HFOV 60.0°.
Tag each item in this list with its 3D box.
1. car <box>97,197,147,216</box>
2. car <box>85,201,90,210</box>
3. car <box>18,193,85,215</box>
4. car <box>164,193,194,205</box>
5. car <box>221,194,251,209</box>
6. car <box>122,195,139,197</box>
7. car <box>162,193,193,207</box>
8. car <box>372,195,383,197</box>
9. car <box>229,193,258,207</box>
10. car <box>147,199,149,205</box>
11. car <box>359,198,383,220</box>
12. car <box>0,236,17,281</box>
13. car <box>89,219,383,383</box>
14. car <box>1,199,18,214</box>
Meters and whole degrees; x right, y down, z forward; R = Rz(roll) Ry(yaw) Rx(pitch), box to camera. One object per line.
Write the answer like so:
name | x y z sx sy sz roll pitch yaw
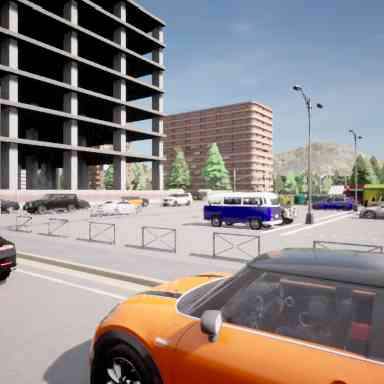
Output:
car | -6.880 1.470 31.905 1.812 1.442 4.674 0 0 35
car | -14.377 1.508 39.825 1.994 1.385 4.181 0 0 35
car | -14.212 1.166 33.982 2.150 2.045 5.566 0 0 35
car | -2.148 1.166 57.076 2.150 2.045 5.566 0 0 36
car | 6.786 1.470 51.264 1.812 1.442 4.674 0 0 35
car | -8.335 1.297 42.310 2.097 1.767 4.553 0 0 35
car | -2.259 1.166 50.894 2.150 2.045 5.566 0 0 35
car | 17.857 1.153 29.341 4.605 1.855 1.932 0 0 36
car | 9.543 1.166 61.248 2.150 2.045 5.566 0 0 35
car | -8.353 1.436 48.351 2.128 1.511 4.902 0 0 35
car | 14.651 1.395 24.775 3.806 1.475 1.970 0 0 36
car | -6.439 1.492 8.536 4.902 1.511 2.128 0 0 35
car | 1.074 1.352 3.223 4.553 1.767 2.097 0 0 35
car | -19.519 1.436 32.551 2.128 1.511 4.902 0 0 36
